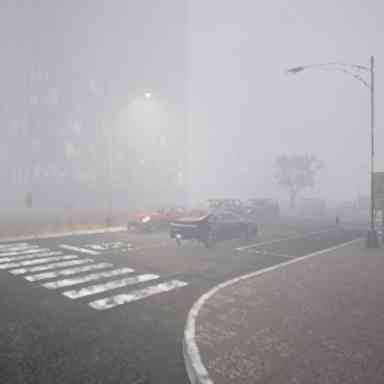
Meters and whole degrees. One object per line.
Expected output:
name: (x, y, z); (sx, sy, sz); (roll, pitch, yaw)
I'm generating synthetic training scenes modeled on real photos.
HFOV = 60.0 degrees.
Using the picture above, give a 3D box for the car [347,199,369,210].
car: (24.522, 1.835, 49.052); (1.752, 1.417, 4.829); (1, 0, 42)

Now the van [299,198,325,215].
van: (13.256, 1.549, 36.633); (1.690, 1.788, 3.998); (0, 0, 42)

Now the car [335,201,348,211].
car: (20.842, 1.859, 44.997); (1.802, 1.307, 4.206); (1, 0, 42)

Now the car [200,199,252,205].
car: (1.874, 1.412, 24.087); (2.192, 1.841, 5.009); (0, 0, 42)

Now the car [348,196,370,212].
car: (22.502, 1.490, 42.833); (2.150, 2.045, 5.566); (0, 0, 42)

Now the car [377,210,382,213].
car: (23.809, 1.780, 39.711); (1.812, 1.442, 4.674); (0, 0, 42)

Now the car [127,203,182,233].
car: (-1.920, 1.498, 19.905); (1.967, 1.590, 4.097); (0, 0, 42)

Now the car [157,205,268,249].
car: (1.092, 1.526, 14.768); (2.128, 1.511, 4.902); (0, 0, 42)

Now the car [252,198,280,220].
car: (5.669, 1.450, 28.269); (2.192, 1.841, 5.009); (0, 0, 42)
